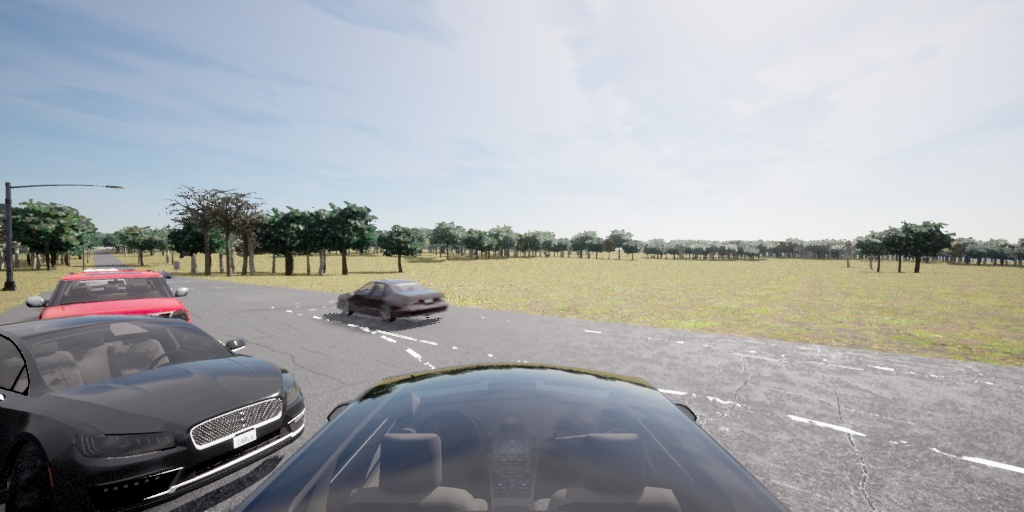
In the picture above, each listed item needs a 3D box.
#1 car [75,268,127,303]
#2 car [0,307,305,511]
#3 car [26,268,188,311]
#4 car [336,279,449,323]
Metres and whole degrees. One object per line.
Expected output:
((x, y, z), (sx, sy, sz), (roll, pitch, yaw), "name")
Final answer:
((-28.169, 1.890, 24.595), (5.566, 2.045, 2.150), (-2, 0, 41), "car")
((-4.578, 1.445, 3.973), (4.892, 1.490, 1.837), (-3, -3, 21), "car")
((-9.510, 1.386, 8.596), (5.566, 2.045, 2.150), (-2, 0, 41), "car")
((-4.705, 1.609, 13.700), (5.357, 1.411, 2.033), (-1, 0, 41), "car")
